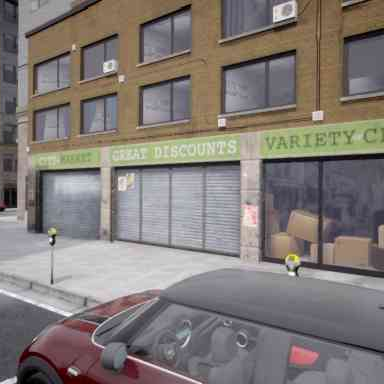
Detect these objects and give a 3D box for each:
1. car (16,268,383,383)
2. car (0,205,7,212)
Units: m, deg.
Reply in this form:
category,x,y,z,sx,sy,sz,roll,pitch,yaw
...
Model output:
category,x,y,z,sx,sy,sz,roll,pitch,yaw
car,0.247,1.440,2.889,4.097,1.590,1.967,0,1,35
car,-19.421,1.463,29.770,1.895,1.301,4.718,1,1,34
